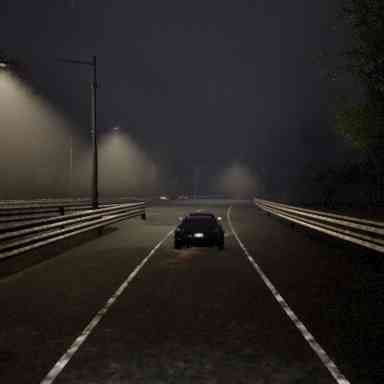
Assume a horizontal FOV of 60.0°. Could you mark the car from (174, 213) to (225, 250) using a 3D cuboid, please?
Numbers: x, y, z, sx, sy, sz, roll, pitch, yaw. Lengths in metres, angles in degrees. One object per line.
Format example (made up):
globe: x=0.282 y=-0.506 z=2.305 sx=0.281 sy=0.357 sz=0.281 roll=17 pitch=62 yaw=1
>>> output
car: x=0.352 y=1.567 z=14.308 sx=1.994 sy=1.385 sz=4.181 roll=0 pitch=0 yaw=3
